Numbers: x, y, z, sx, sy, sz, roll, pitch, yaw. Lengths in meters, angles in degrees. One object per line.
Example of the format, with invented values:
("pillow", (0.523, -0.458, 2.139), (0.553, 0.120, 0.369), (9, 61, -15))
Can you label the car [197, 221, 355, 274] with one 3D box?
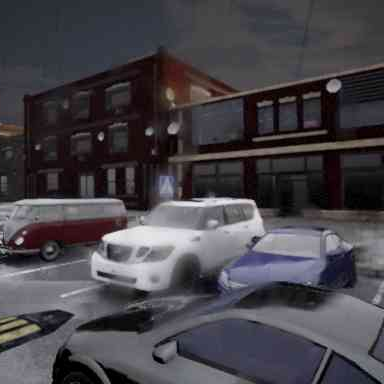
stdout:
("car", (2.308, 1.511, 7.312), (2.002, 1.452, 4.674), (0, 0, 36))

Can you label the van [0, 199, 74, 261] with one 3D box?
("van", (-4.494, 1.234, 12.018), (1.878, 1.987, 4.442), (0, 0, 36))

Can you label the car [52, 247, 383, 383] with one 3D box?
("car", (0.635, 1.560, 2.925), (4.181, 1.385, 1.994), (0, 0, 36))

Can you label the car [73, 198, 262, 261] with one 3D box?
("car", (0.044, 1.212, 8.888), (2.435, 2.045, 5.566), (0, 0, 36))
